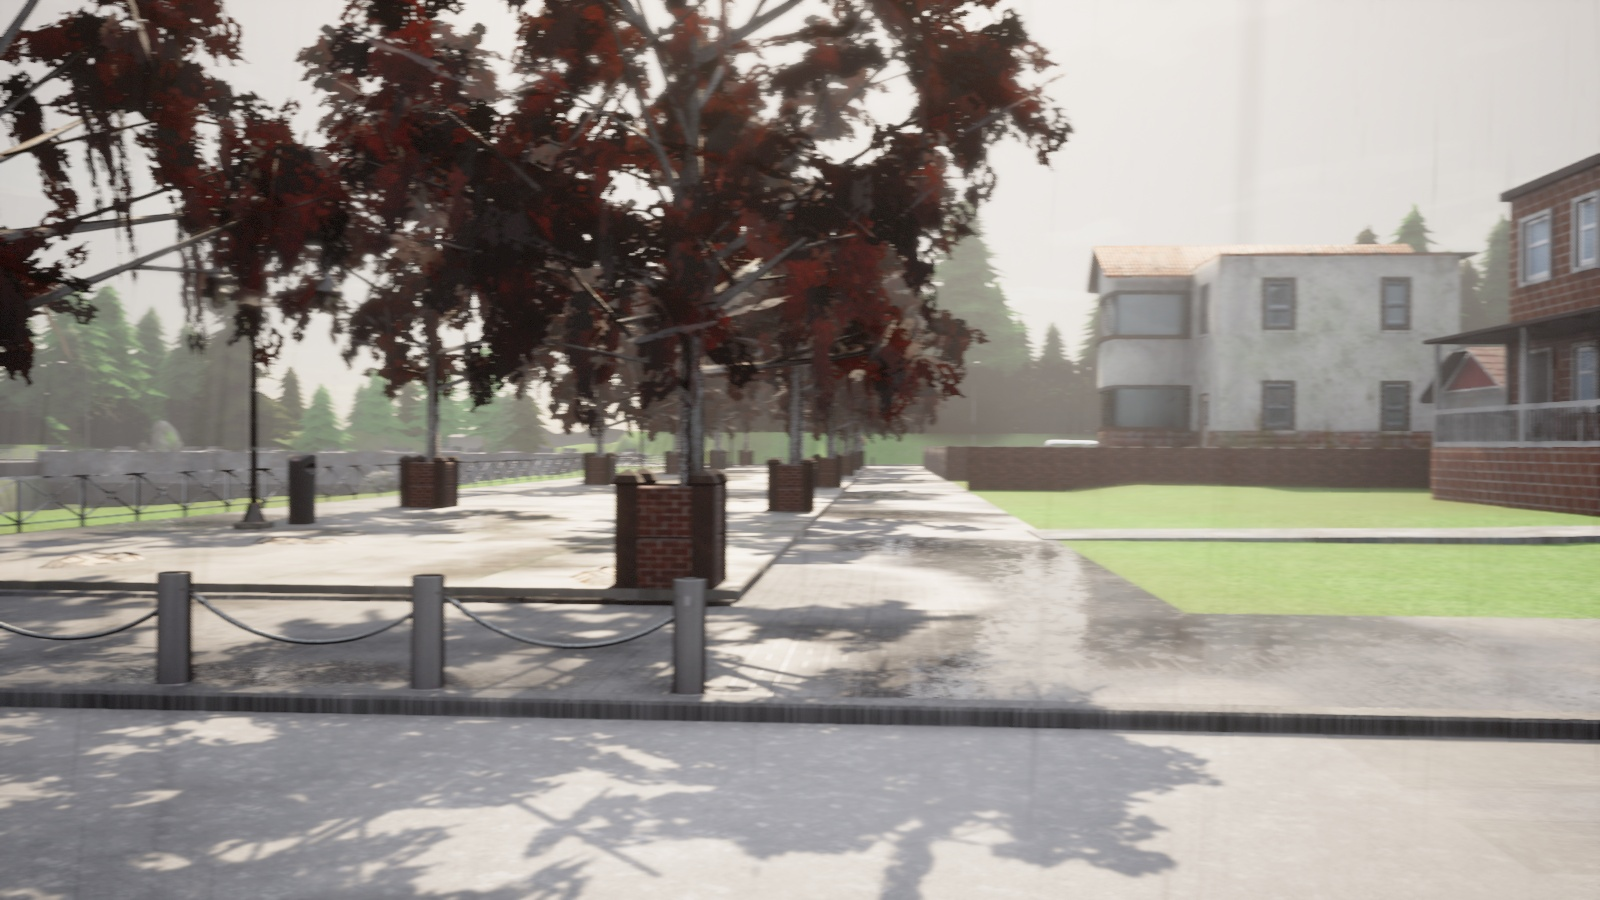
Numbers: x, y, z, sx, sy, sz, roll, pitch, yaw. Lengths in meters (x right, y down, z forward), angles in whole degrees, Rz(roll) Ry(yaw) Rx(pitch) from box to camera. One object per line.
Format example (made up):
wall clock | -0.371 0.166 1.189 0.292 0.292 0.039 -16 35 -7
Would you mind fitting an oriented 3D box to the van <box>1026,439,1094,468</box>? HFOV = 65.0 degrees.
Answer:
van | 18.621 0.220 90.143 4.480 2.038 2.069 0 0 3
